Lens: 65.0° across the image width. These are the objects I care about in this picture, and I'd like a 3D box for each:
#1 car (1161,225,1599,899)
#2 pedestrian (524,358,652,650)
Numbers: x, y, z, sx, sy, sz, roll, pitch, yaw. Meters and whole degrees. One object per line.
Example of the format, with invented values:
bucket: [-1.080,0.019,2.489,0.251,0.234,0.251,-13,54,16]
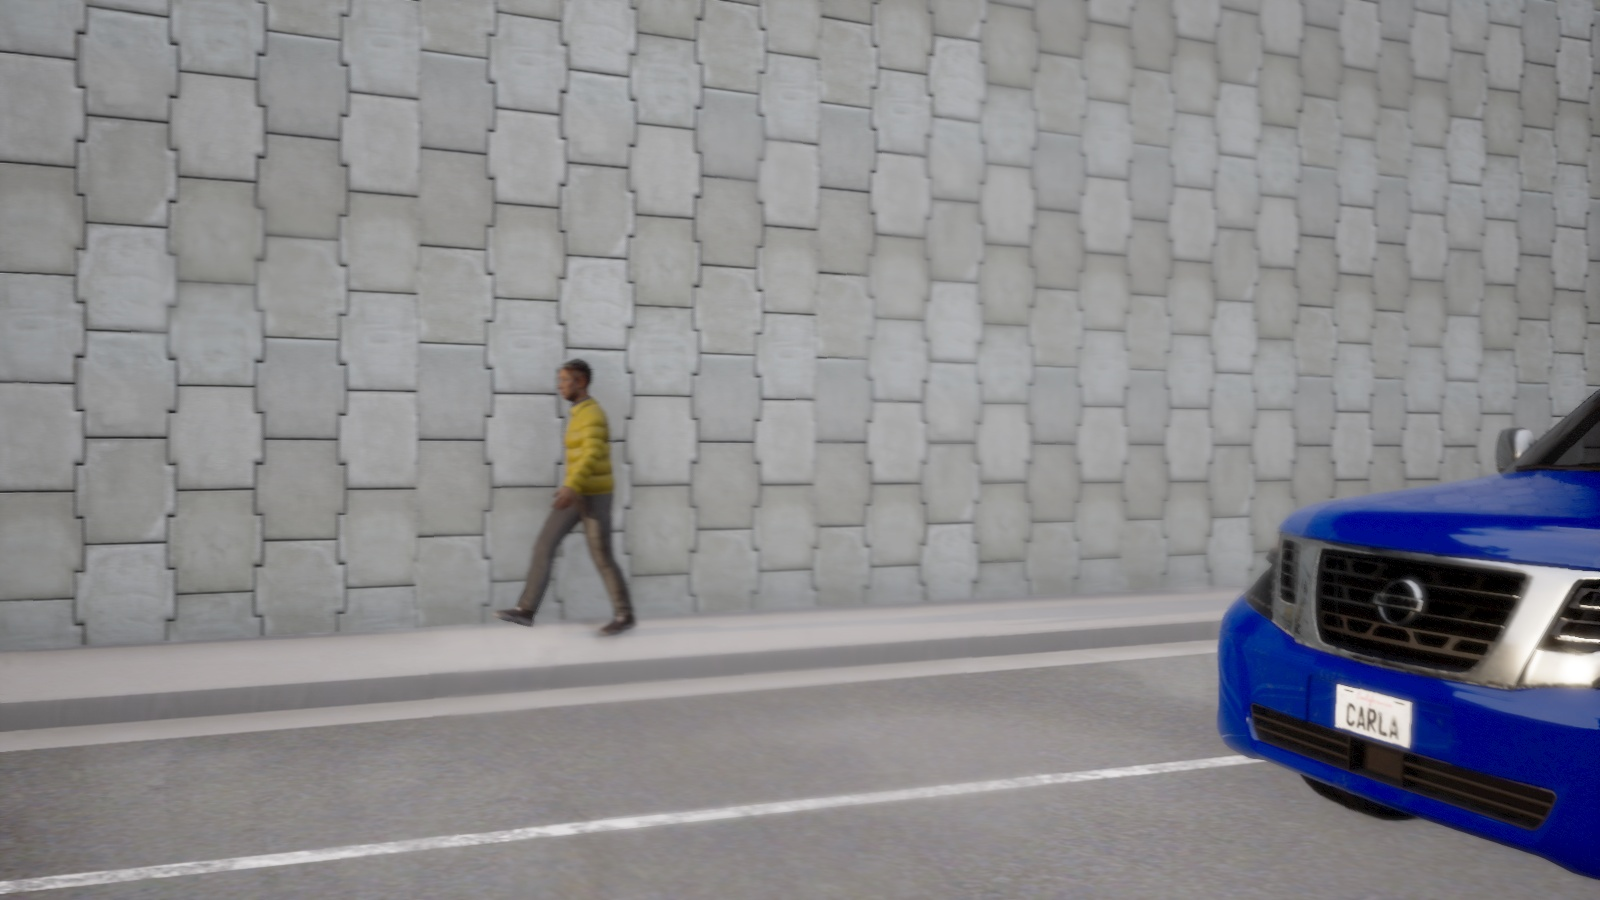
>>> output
car: [4.405,0.393,4.927,5.566,2.045,2.150,-1,1,-21]
pedestrian: [-1.395,0.336,8.259,0.709,1.840,0.431,-1,1,-27]
